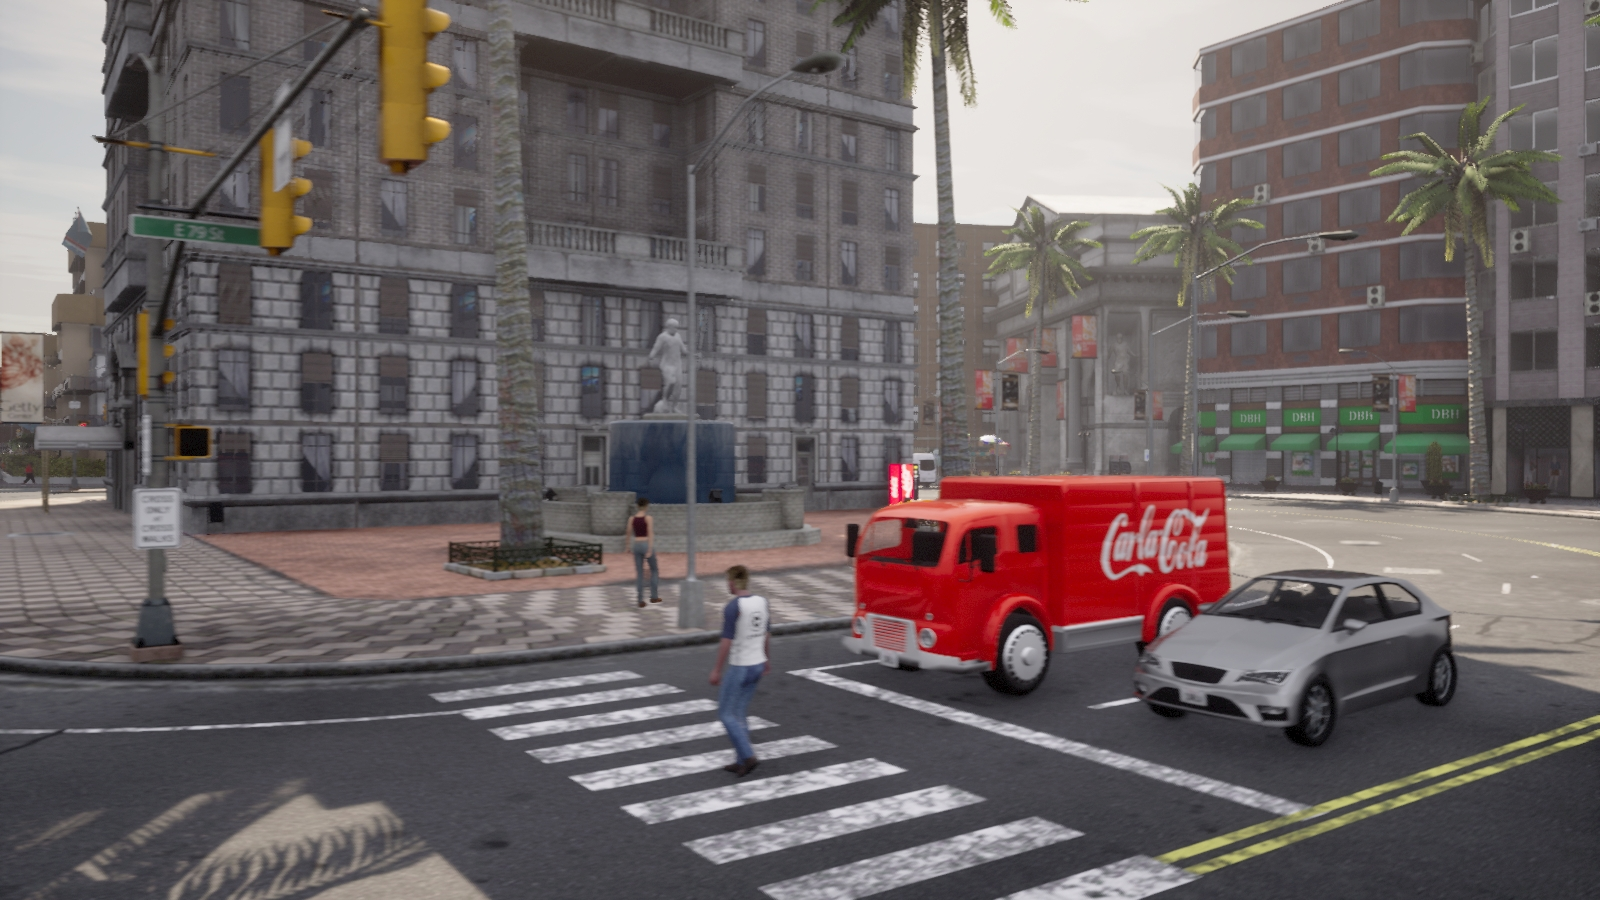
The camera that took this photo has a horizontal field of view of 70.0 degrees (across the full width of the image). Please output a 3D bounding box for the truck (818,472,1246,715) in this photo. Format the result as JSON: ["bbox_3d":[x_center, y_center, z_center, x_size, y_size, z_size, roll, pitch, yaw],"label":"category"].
[{"bbox_3d":[3.090,1.568,14.730,5.204,2.467,2.627,0,0,-37],"label":"truck"}]

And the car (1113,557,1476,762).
[{"bbox_3d":[5.401,2.067,12.261,4.193,1.474,1.816,0,0,-38],"label":"car"}]

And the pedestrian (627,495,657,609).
[{"bbox_3d":[-2.635,1.697,19.090,0.375,1.860,0.375,0,0,17],"label":"pedestrian"}]

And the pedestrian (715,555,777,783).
[{"bbox_3d":[-0.464,1.850,9.790,0.375,1.860,0.375,0,0,40],"label":"pedestrian"}]
